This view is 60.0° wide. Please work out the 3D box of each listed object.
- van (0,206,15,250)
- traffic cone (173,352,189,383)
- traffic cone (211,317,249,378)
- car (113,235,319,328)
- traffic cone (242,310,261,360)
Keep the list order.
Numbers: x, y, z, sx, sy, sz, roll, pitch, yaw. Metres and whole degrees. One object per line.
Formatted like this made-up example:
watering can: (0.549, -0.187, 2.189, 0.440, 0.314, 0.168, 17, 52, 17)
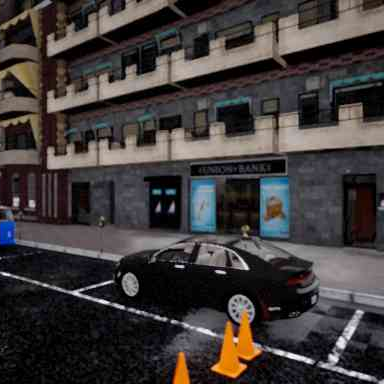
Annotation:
van: (-8.726, 1.393, 13.254, 3.998, 1.788, 1.690, 0, 0, 36)
traffic cone: (-0.111, 1.962, 3.441, 0.340, 0.580, 0.340, 0, 0, 36)
traffic cone: (0.472, 1.962, 4.254, 0.340, 0.580, 0.340, 0, 0, 36)
car: (0.255, 1.563, 6.823, 4.403, 1.369, 2.008, 0, 0, 36)
traffic cone: (0.740, 1.962, 4.680, 0.340, 0.580, 0.340, 0, 0, 43)
